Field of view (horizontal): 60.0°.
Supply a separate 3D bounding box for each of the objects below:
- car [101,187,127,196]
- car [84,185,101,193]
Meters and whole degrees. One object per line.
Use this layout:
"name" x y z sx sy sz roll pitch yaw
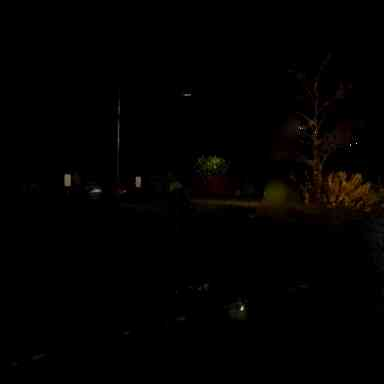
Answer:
"car" -11.996 -0.122 51.712 1.895 1.301 4.718 0 2 -36
"car" -17.830 -0.552 59.797 2.128 1.511 4.902 0 2 -36
